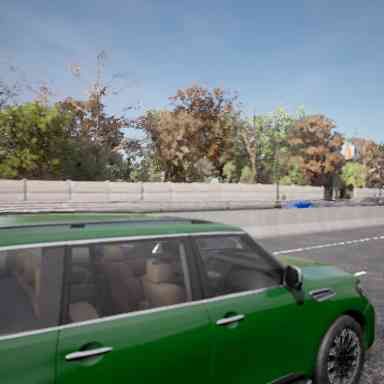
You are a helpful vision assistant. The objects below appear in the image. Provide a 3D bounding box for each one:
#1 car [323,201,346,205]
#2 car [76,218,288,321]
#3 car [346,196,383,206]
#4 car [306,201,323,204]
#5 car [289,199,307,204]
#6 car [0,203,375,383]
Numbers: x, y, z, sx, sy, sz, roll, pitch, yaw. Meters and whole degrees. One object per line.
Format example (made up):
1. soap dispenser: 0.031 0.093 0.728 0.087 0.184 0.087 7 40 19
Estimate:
1. car: 17.344 1.781 37.875 4.674 1.442 1.812 1 0 -35
2. car: -0.026 1.535 8.029 4.892 1.490 1.837 0 0 -36
3. car: 18.930 1.472 34.711 5.566 2.045 2.150 0 0 -35
4. car: 16.769 1.833 41.760 4.181 1.385 1.994 1 0 -35
5. car: 14.181 1.741 44.211 5.008 1.535 1.882 0 0 -35
6. car: -0.373 1.232 3.472 5.566 2.045 2.150 0 0 -35
